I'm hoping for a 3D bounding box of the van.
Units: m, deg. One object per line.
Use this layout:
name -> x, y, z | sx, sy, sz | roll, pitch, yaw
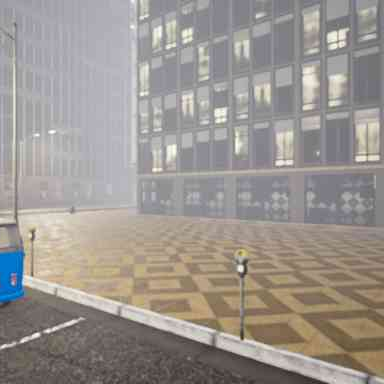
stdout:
van -> -4.976, 1.313, 6.552 | 3.998, 1.788, 1.690 | 0, 0, 36
